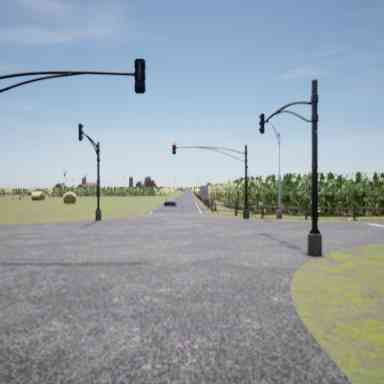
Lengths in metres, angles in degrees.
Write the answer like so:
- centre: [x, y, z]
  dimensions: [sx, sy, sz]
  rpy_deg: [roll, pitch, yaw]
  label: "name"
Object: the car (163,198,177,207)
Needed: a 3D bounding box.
- centre: [-3.257, 1.564, 49.518]
  dimensions: [1.895, 1.301, 4.718]
  rpy_deg: [0, 0, 0]
  label: "car"
